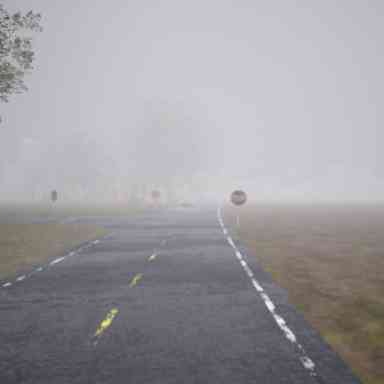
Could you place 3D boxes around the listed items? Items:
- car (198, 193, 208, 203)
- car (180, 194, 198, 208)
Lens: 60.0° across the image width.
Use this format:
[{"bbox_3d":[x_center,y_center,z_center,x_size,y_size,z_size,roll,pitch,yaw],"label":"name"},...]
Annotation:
[{"bbox_3d":[2.087,1.141,70.069,2.150,2.045,5.566,0,0,8],"label":"car"},{"bbox_3d":[-0.594,1.462,48.011,1.882,1.535,5.008,0,1,6],"label":"car"}]
